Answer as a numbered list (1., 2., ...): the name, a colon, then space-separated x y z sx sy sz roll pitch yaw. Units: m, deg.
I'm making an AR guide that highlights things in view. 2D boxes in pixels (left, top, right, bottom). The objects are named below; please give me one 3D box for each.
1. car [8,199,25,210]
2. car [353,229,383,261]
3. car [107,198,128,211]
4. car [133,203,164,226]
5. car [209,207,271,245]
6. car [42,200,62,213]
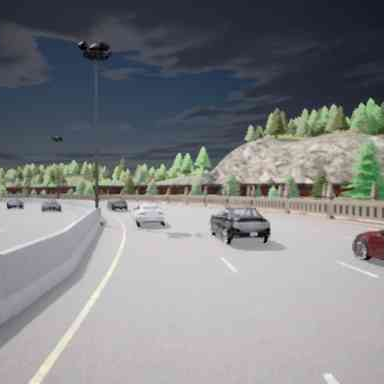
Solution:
1. car: -24.589 1.667 46.460 2.033 1.411 5.357 -1 0 -32
2. car: 6.424 1.478 9.171 1.812 1.442 4.674 0 0 -5
3. car: -9.039 1.485 39.994 2.128 1.511 4.902 0 0 -24
4. car: -3.063 1.505 23.049 1.812 1.442 4.674 0 0 -14
5. car: 2.069 1.453 15.519 2.128 1.511 4.902 0 0 -9
6. car: -16.130 1.618 38.198 1.994 1.385 4.181 0 0 -25
